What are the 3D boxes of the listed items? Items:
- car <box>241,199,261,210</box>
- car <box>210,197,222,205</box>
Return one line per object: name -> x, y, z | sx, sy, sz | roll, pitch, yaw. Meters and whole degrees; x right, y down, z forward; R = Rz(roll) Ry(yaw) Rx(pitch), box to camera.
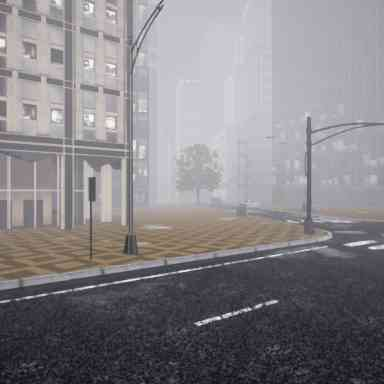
car -> 8.582, 1.810, 48.514 | 1.812, 1.442, 4.674 | 0, 0, -8
car -> 5.204, 1.837, 72.554 | 2.097, 1.767, 4.553 | 0, 0, -8
